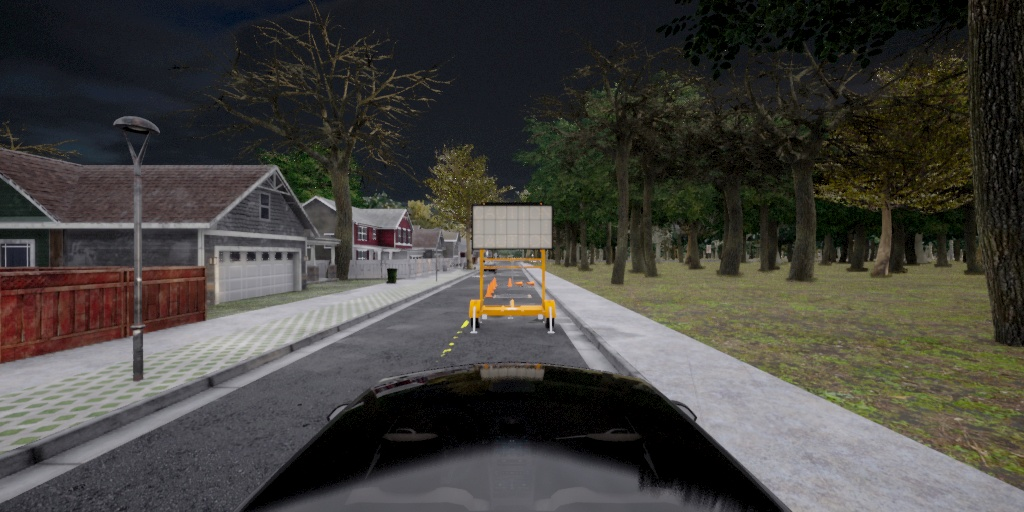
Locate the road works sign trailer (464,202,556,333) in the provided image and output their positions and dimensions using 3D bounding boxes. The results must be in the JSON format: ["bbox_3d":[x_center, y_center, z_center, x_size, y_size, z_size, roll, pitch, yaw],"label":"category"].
[{"bbox_3d":[0.015,0.214,10.684,2.380,3.560,2.880,0,0,0],"label":"road works sign trailer"}]

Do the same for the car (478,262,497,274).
[{"bbox_3d":[-2.689,1.361,40.491,1.895,1.301,4.718,0,0,0],"label":"car"}]
